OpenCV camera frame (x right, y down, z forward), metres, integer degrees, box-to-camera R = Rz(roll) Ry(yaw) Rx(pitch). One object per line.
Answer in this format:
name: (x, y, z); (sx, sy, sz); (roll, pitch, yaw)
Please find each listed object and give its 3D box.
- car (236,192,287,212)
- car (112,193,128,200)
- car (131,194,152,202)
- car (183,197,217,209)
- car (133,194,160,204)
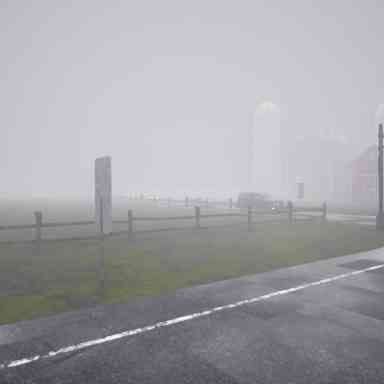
car: (6.754, 1.027, 32.849); (2.150, 2.045, 5.566); (0, 1, -34)
car: (-14.942, 0.933, 67.992); (2.033, 1.411, 5.357); (-1, 1, -36)
car: (-9.095, 1.050, 59.839); (1.994, 1.385, 4.181); (-1, 1, -35)
car: (0.927, 1.314, 40.897); (1.895, 1.301, 4.718); (-1, 1, -36)
car: (-6.833, 1.063, 51.696); (1.882, 1.535, 5.008); (-1, 1, -35)
